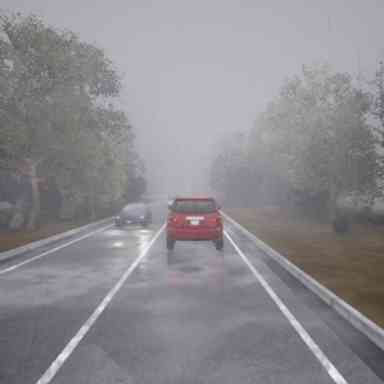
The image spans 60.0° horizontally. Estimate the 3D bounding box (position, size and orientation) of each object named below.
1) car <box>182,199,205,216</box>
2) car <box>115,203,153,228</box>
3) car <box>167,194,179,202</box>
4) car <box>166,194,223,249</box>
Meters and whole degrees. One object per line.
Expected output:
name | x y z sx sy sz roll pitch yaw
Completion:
car | 0.105 1.389 31.381 1.994 1.385 4.181 0 0 0
car | -3.595 1.428 21.290 1.812 1.442 4.674 0 0 0
car | -3.522 1.107 62.484 1.994 1.385 4.181 0 1 1
car | 0.103 1.165 14.469 2.150 2.045 5.566 0 0 0
